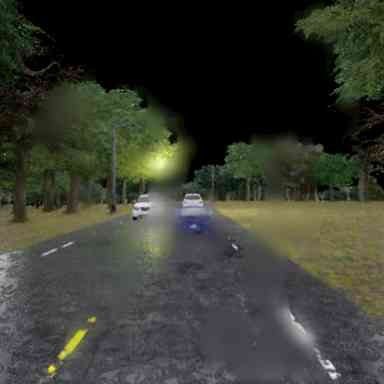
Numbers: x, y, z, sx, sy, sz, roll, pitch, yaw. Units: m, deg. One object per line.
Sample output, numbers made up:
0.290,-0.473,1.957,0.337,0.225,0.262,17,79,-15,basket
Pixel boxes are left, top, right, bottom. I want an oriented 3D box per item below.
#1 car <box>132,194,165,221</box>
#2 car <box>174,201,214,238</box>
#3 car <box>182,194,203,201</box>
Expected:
-3.508,1.229,27.566,2.150,2.045,5.566,0,0,0,car
0.096,1.459,17.623,1.882,1.535,5.008,0,0,0,car
0.091,1.270,37.793,2.150,2.045,5.566,0,0,0,car
